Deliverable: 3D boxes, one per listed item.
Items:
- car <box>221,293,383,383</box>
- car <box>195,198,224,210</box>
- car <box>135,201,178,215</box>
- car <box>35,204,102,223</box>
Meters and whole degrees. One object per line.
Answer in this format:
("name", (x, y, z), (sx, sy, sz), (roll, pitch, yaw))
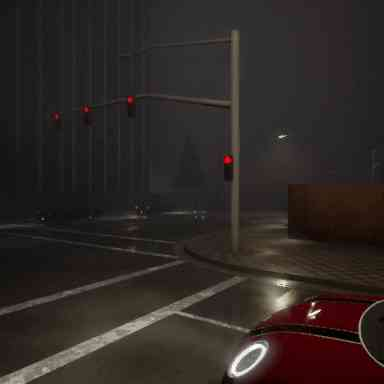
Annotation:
("car", (2.429, 1.352, 2.225), (4.553, 1.767, 2.097), (0, 0, 36))
("car", (2.283, 1.491, 41.835), (2.128, 1.511, 4.902), (0, 0, 36))
("car", (-3.560, 1.601, 33.624), (1.895, 1.301, 4.718), (0, 0, 35))
("car", (-9.341, 1.601, 25.468), (1.895, 1.301, 4.718), (0, 0, 35))
